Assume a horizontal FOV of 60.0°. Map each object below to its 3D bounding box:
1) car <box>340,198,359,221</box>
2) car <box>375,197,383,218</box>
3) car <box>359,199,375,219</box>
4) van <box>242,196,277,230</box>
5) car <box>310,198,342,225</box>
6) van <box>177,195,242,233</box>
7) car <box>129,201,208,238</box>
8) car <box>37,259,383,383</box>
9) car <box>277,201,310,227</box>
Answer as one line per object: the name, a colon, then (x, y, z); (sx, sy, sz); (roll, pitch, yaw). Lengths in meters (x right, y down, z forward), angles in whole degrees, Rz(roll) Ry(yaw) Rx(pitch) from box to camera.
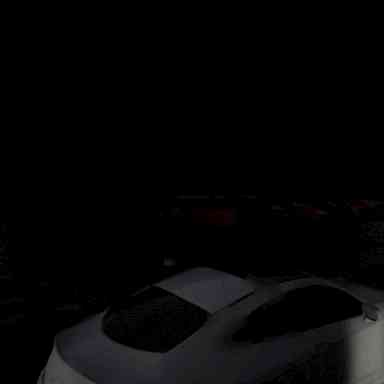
car: (9.653, 1.407, 25.584); (2.097, 1.535, 5.008); (0, 0, -35)
car: (14.182, 1.398, 28.811); (2.097, 1.535, 5.008); (0, 0, -35)
car: (11.895, 1.276, 27.226); (2.185, 1.767, 4.553); (0, 0, -35)
van: (2.790, 1.197, 20.846); (1.878, 1.987, 4.442); (0, 0, -35)
car: (7.493, 1.409, 23.826); (1.946, 1.575, 5.366); (0, 0, -35)
van: (0.526, 1.201, 19.235); (1.878, 1.987, 4.442); (0, 0, -35)
car: (-1.667, 1.432, 17.522); (2.231, 1.521, 4.892); (0, 0, -35)
car: (0.830, 1.523, 3.726); (4.674, 1.442, 1.812); (0, 0, -35)
car: (5.120, 1.458, 22.366); (2.002, 1.452, 4.674); (0, 0, -35)
